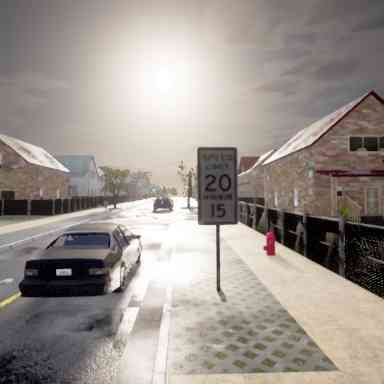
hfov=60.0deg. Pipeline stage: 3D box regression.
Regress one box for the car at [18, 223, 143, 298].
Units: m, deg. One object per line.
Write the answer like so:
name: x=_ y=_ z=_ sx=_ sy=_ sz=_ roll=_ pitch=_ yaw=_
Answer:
car: x=-2.464 y=1.529 z=8.693 sx=2.033 sy=1.411 sz=5.357 roll=0 pitch=0 yaw=-2

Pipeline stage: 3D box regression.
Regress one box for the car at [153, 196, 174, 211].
car: x=-3.372 y=1.274 z=39.192 sx=2.097 sy=1.767 sz=4.553 roll=0 pitch=0 yaw=-1

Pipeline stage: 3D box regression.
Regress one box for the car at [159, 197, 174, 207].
car: x=-3.736 y=1.489 z=49.442 sx=1.994 sy=1.385 sz=4.181 roll=0 pitch=0 yaw=-2
